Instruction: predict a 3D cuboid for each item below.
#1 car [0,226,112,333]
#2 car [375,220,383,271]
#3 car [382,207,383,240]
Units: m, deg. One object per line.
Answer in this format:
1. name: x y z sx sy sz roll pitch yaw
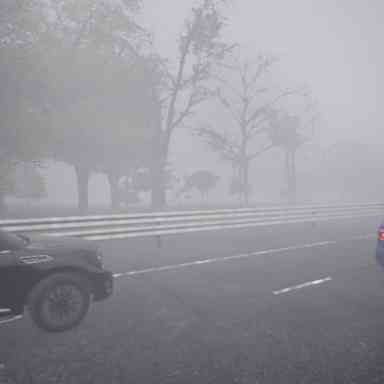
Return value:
1. car: -4.097 1.221 5.109 5.566 2.045 2.150 0 0 -35
2. car: 6.971 1.160 8.594 5.566 2.045 2.150 0 0 -35
3. car: 11.132 1.401 15.674 4.892 1.490 1.837 0 0 -34
